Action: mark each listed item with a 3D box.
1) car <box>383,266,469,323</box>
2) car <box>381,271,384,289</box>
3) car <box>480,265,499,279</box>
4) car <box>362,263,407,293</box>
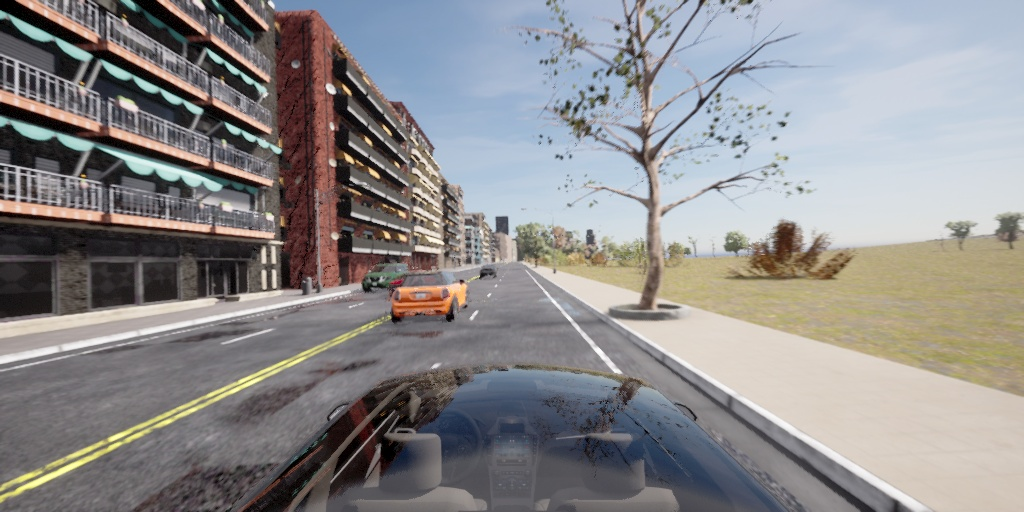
[{"bbox_3d":[-2.928,1.337,13.720,2.097,1.767,4.553,-2,-1,1],"label":"car"},{"bbox_3d":[-6.263,1.688,22.816,1.882,1.535,5.008,-2,-1,1],"label":"car"},{"bbox_3d":[-2.606,1.743,41.079,1.837,1.490,4.892,-2,-1,1],"label":"car"},{"bbox_3d":[-9.464,1.608,27.498,2.150,2.045,5.566,-2,-1,1],"label":"car"}]
